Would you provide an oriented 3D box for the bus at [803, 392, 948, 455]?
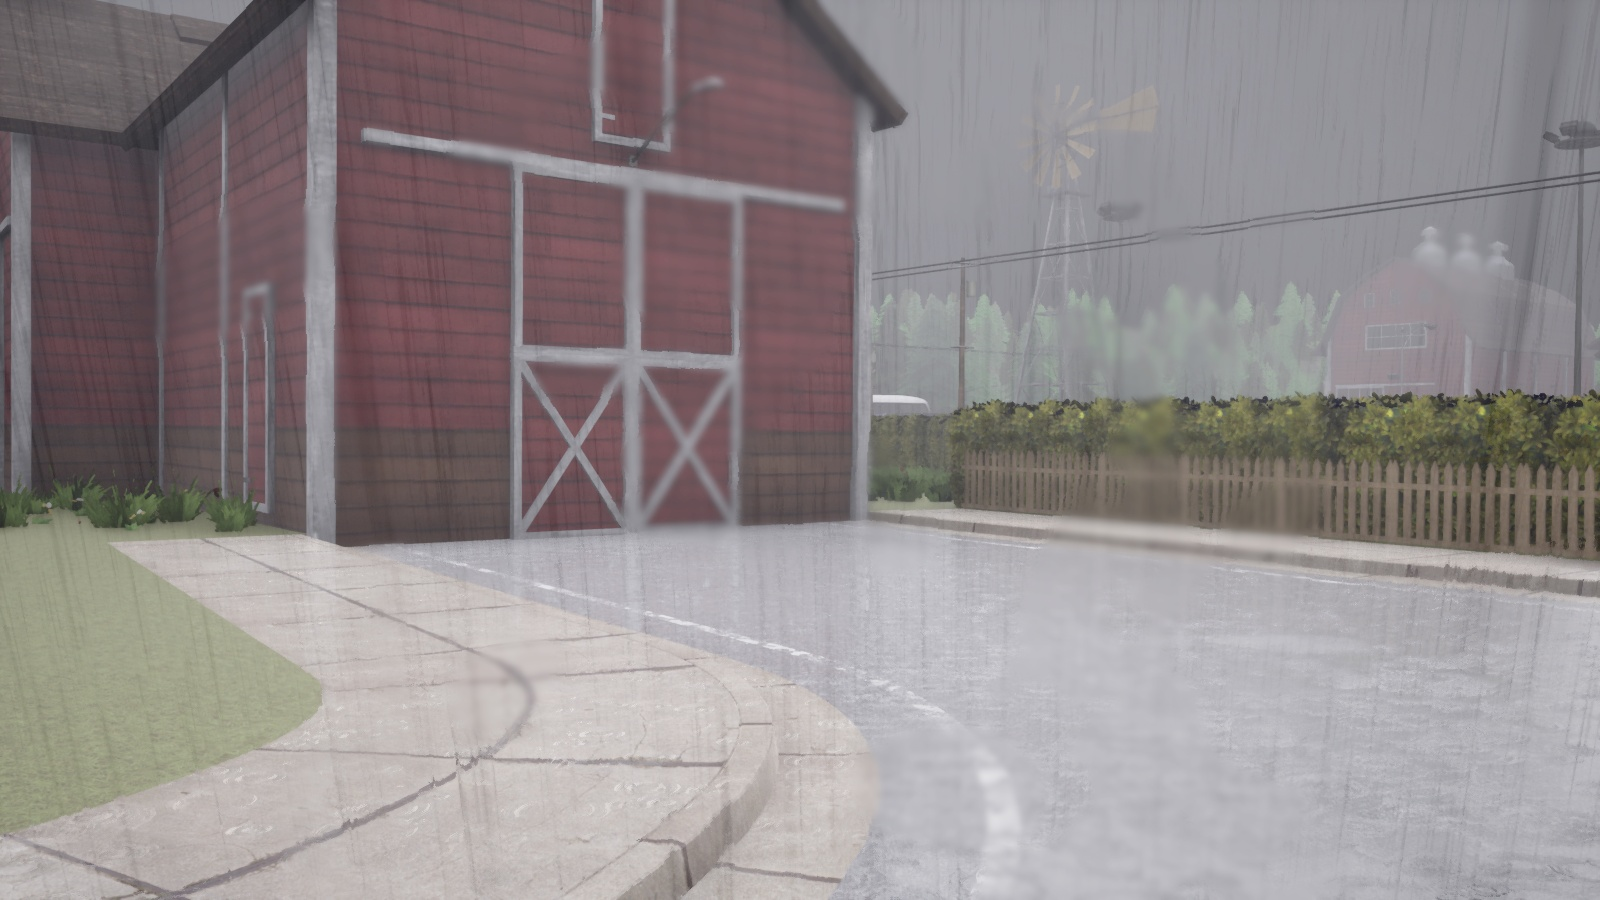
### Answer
[{"bbox_3d":[5.522,-1.958,90.667,10.273,4.253,3.944,-2,1,-37],"label":"bus"}]
